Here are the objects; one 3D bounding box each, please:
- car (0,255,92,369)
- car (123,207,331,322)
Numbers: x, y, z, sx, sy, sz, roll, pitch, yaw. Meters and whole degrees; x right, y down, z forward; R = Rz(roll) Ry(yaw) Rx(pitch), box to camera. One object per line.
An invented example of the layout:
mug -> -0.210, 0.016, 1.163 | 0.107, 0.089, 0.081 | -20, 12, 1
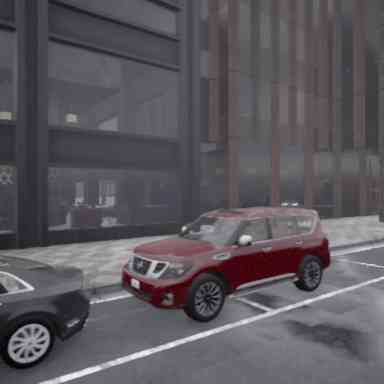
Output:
car -> -3.532, 1.552, 4.129 | 4.403, 1.369, 2.008 | 0, 0, -36
car -> 1.042, 1.307, 7.392 | 5.009, 1.841, 2.192 | 0, 0, -36
